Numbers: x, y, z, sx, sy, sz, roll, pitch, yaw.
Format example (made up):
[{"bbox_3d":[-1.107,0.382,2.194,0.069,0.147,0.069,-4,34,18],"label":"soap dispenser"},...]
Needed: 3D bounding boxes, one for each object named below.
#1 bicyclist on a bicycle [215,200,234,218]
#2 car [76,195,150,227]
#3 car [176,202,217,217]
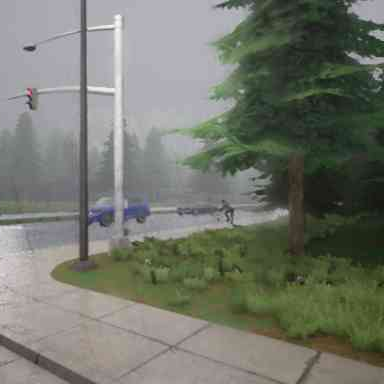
[{"bbox_3d":[2.104,1.300,20.888,1.656,1.620,0.582,-1,0,34],"label":"bicyclist on a bicycle"},{"bbox_3d":[-5.310,1.240,23.296,2.150,2.045,5.566,0,0,35],"label":"car"},{"bbox_3d":[0.490,1.620,31.717,1.895,1.301,4.718,0,0,34],"label":"car"}]
